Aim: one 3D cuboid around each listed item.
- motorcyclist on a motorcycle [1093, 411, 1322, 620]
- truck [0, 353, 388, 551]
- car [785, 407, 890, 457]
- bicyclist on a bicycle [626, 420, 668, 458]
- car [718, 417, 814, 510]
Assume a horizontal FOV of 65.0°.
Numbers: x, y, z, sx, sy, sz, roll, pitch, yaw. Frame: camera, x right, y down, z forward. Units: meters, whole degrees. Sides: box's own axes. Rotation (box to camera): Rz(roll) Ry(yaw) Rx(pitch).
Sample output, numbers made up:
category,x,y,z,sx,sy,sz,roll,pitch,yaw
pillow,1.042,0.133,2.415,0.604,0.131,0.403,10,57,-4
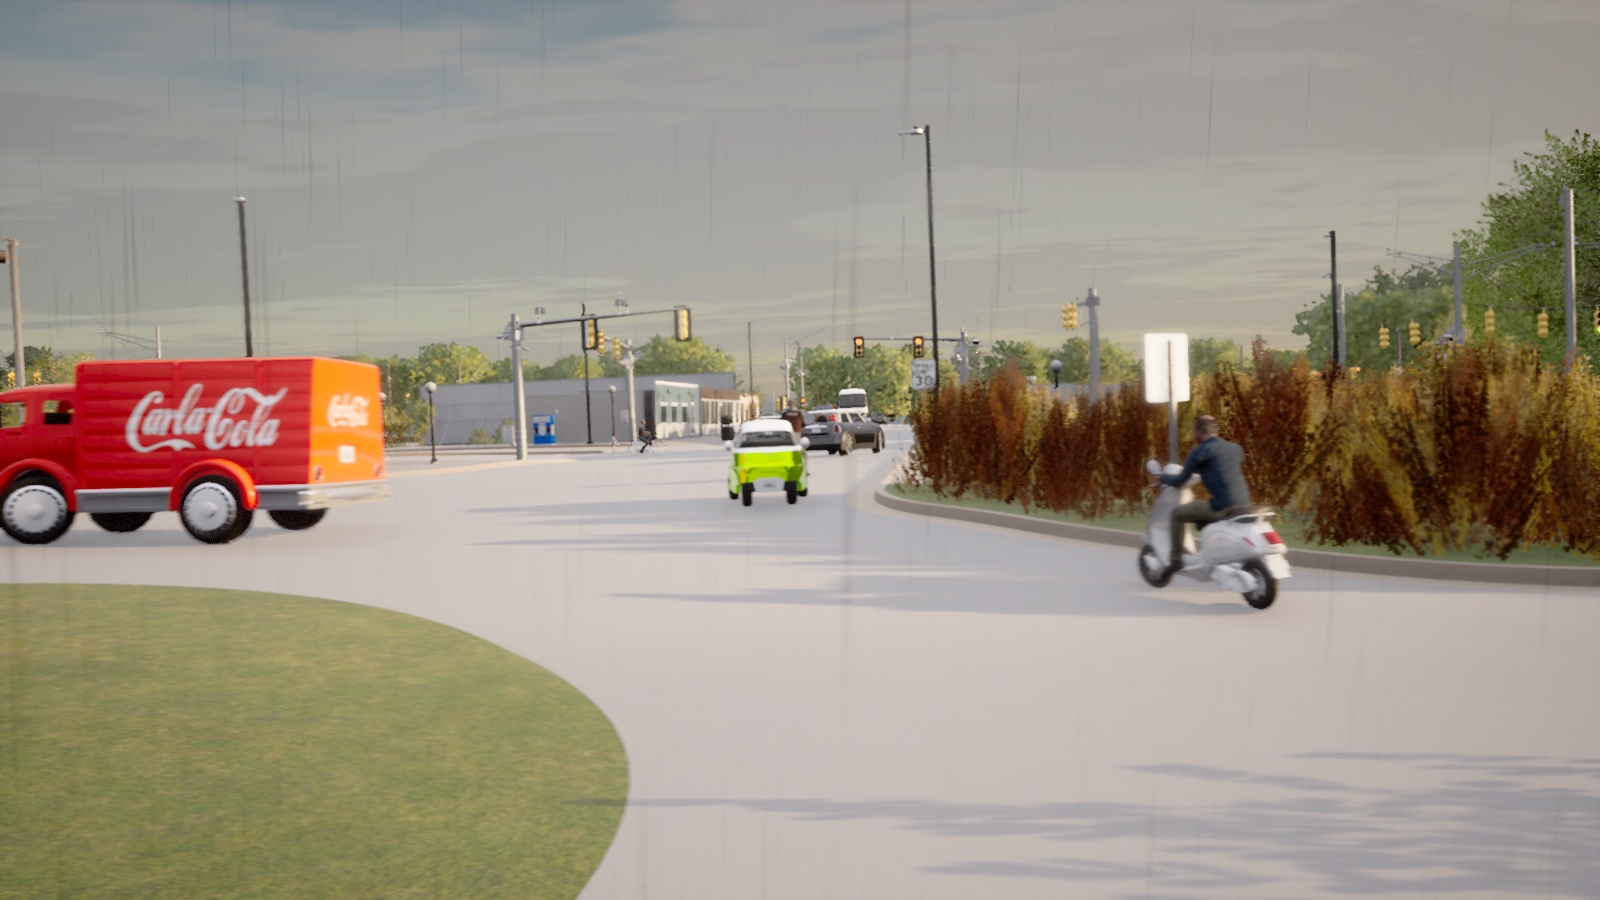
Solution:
category,x,y,z,sx,sy,sz,roll,pitch,yaw
motorcyclist on a motorcycle,3.440,0.484,10.778,0.866,1.590,1.817,-4,3,-22
truck,-8.890,0.047,17.677,5.204,2.467,2.627,-1,0,5
car,1.273,-0.600,40.864,1.970,1.475,3.806,-2,1,26
bicyclist on a bicycle,-7.381,-0.533,60.699,1.843,1.776,0.659,-2,1,2
car,-0.574,0.186,21.209,1.481,1.376,2.207,-3,3,-2
